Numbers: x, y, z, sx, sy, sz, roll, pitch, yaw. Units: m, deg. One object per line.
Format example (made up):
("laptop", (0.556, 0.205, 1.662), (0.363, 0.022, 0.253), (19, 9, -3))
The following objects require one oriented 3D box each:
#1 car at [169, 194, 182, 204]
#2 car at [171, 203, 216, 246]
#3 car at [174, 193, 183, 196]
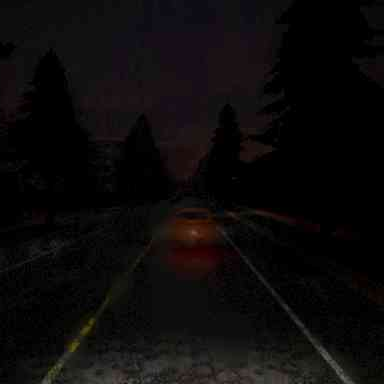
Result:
("car", (-3.526, 1.587, 65.960), (2.033, 1.411, 5.357), (0, 0, 0))
("car", (0.072, 1.487, 15.468), (1.882, 1.535, 5.008), (0, 0, 0))
("car", (-3.526, 1.269, 82.085), (2.150, 2.045, 5.566), (0, 0, 0))
